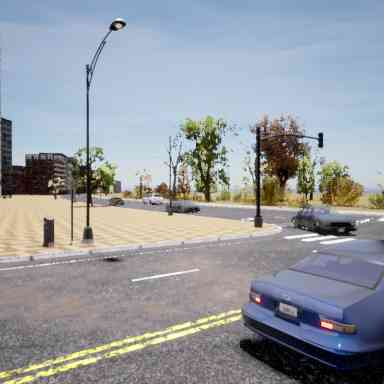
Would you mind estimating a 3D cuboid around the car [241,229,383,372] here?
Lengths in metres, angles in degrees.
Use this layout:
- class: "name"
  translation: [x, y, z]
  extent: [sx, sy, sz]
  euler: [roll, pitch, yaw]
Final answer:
- class: "car"
  translation: [3.303, 1.547, 5.655]
  extent: [5.357, 1.411, 2.033]
  euler: [0, 0, -34]

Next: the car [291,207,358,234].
- class: "car"
  translation: [7.426, 1.560, 19.348]
  extent: [2.033, 1.411, 5.357]
  euler: [0, -1, -2]

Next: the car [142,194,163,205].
- class: "car"
  translation: [-7.113, 1.324, 60.244]
  extent: [2.150, 2.045, 5.566]
  euler: [0, 0, -30]

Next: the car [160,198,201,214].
- class: "car"
  translation: [-1.155, 1.629, 37.205]
  extent: [2.033, 1.411, 5.357]
  euler: [0, 0, -32]

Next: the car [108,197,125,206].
- class: "car"
  translation: [-12.994, 1.635, 57.179]
  extent: [1.837, 1.490, 4.892]
  euler: [0, -1, -30]
